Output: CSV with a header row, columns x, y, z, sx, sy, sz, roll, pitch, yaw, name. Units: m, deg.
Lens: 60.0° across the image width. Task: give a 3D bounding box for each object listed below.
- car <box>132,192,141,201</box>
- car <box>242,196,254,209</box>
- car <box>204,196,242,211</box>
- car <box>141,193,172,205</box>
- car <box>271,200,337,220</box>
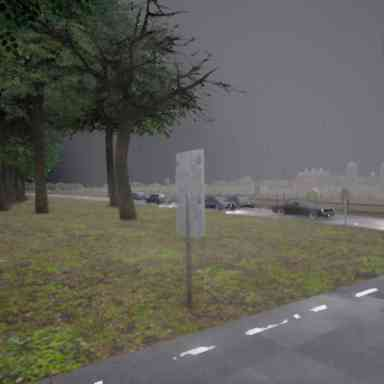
x,y,z,sx,sy,sz,roll,pitch,yaw,name
-9.120,0.729,54.858,2.033,1.411,5.357,-1,1,-36,car
4.679,1.070,35.785,1.994,1.385,4.181,-1,2,-36,car
2.614,1.127,33.649,1.994,1.385,4.181,-1,2,-35,car
-4.440,0.912,43.425,1.812,1.442,4.674,-1,1,-36,car
8.483,1.327,25.501,1.895,1.301,4.718,-1,2,-36,car
